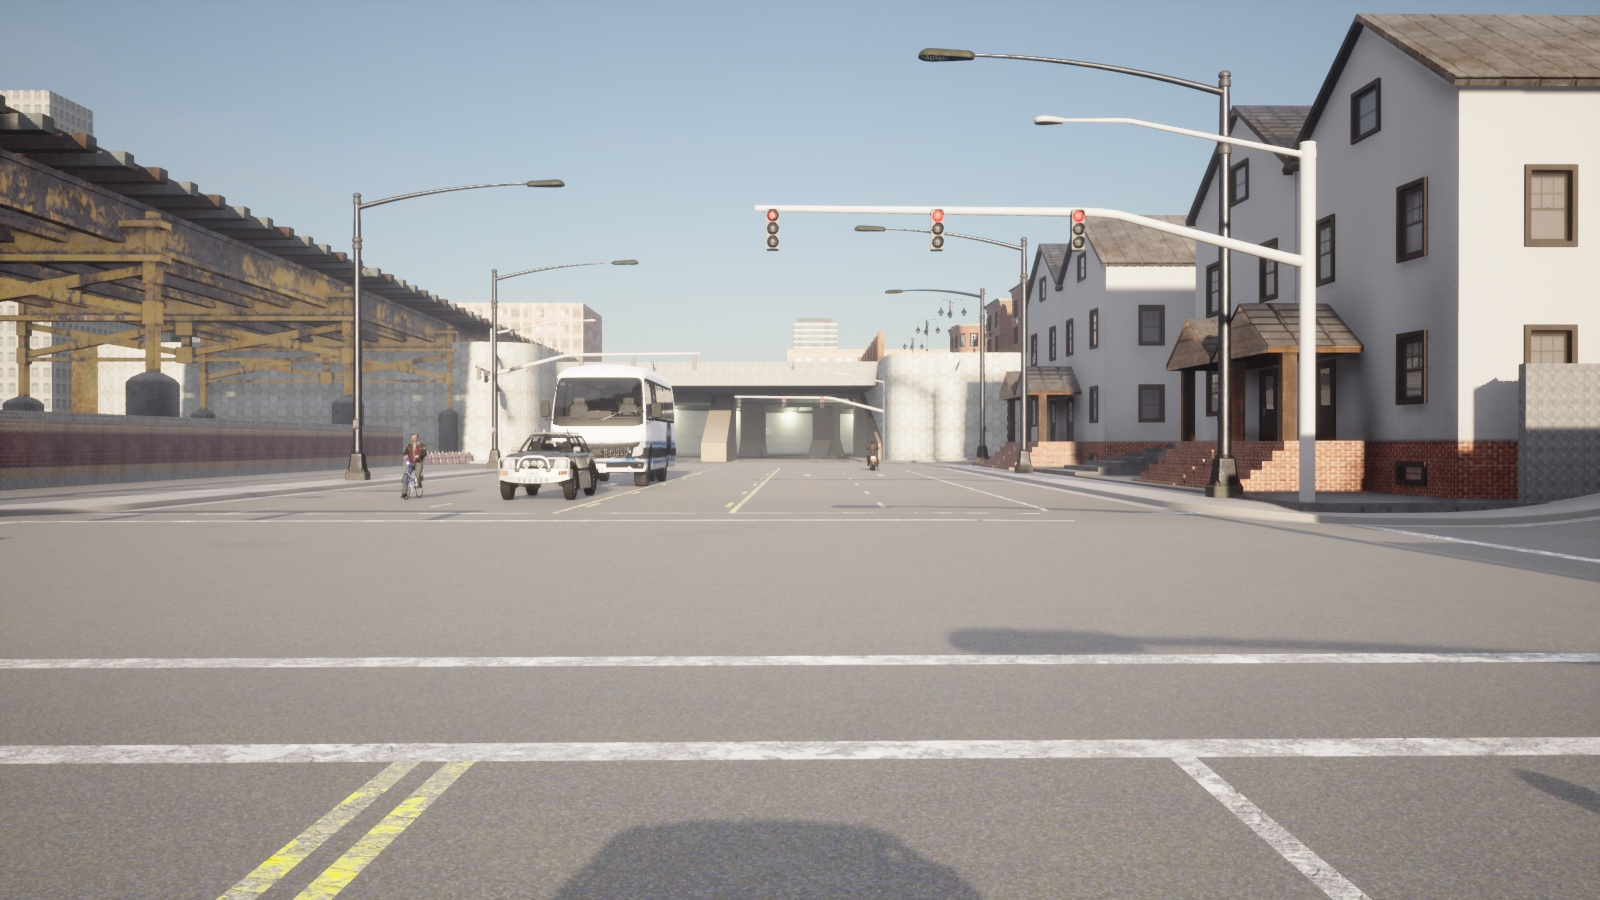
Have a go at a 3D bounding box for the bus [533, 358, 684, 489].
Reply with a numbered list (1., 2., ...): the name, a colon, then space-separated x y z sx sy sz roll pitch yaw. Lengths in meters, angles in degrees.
1. bus: -6.718 -0.896 46.125 3.944 4.253 10.273 0 0 0

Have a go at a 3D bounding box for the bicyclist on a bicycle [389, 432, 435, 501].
1. bicyclist on a bicycle: -10.293 0.420 33.368 0.659 1.776 1.843 0 0 0

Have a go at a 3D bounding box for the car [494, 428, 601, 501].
1. car: -6.784 0.364 34.192 1.932 1.855 4.605 0 0 1
